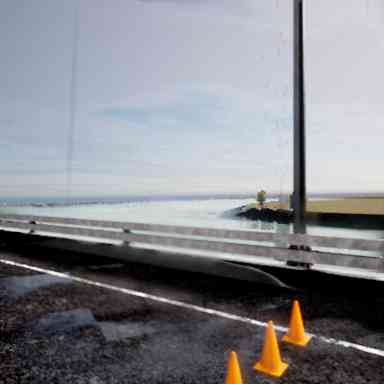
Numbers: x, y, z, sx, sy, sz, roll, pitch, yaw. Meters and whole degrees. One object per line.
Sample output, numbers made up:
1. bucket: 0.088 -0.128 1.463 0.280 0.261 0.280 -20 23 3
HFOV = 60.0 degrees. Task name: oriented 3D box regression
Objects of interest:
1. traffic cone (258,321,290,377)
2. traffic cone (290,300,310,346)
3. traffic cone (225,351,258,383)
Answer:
1. traffic cone: 1.009 1.962 4.281 0.340 0.580 0.340 0 0 35
2. traffic cone: 1.588 1.962 5.095 0.340 0.580 0.340 0 0 35
3. traffic cone: 0.429 1.961 3.466 0.340 0.580 0.340 0 0 35
